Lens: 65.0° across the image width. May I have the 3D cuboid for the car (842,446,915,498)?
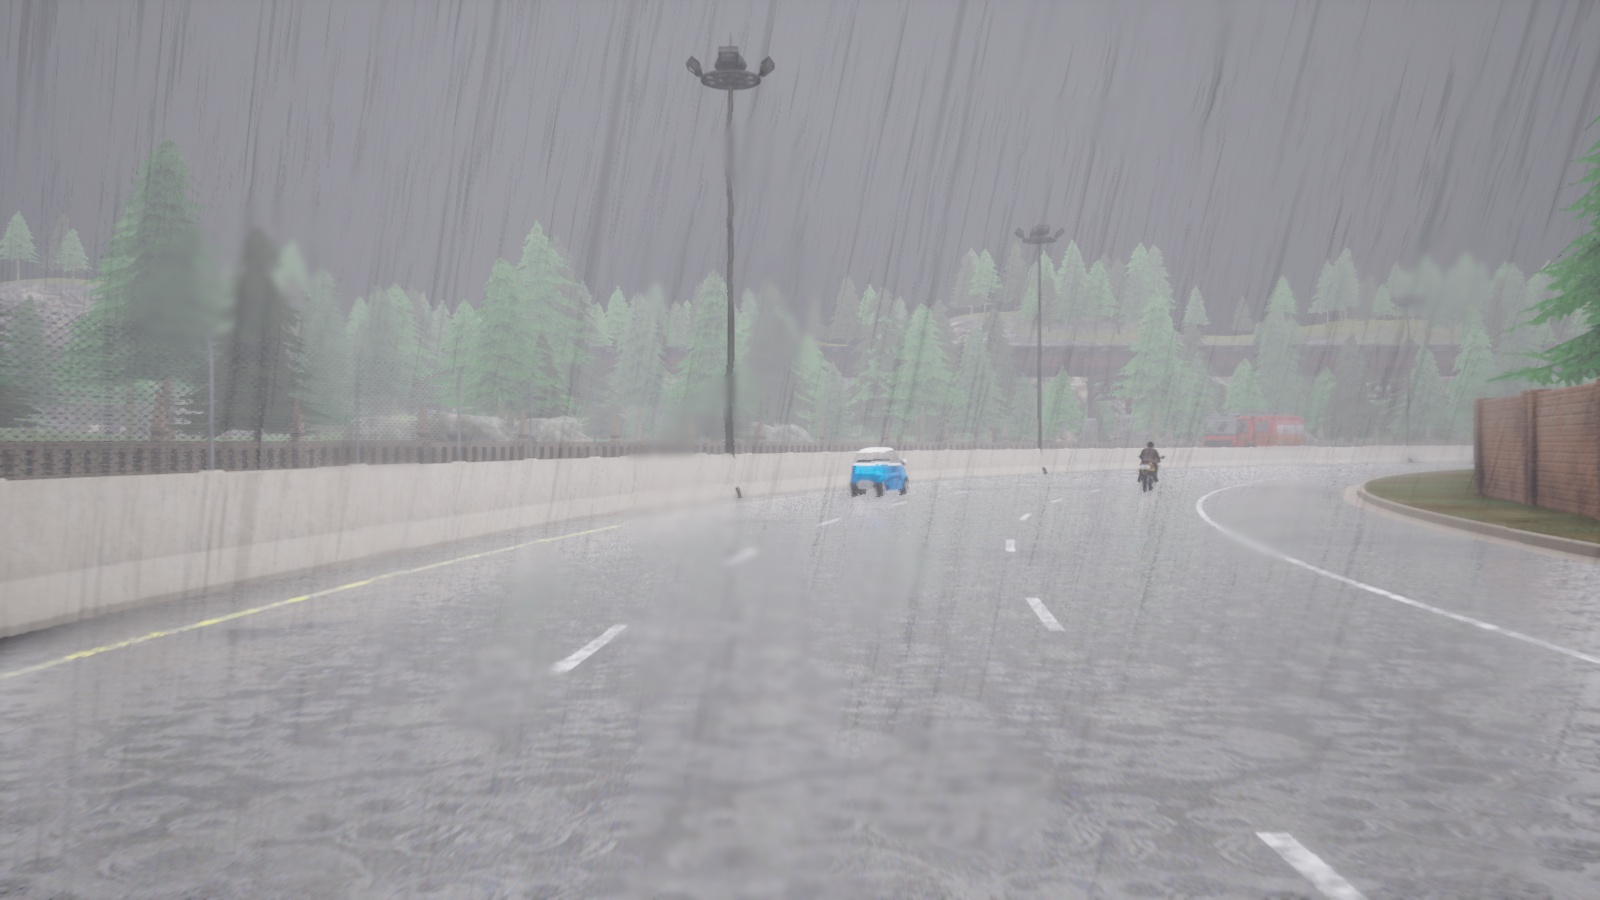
[{"bbox_3d":[2.245,0.602,35.560,1.481,1.376,2.207,0,1,20],"label":"car"}]

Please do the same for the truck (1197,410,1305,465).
[{"bbox_3d":[32.806,-0.906,91.219,8.468,3.827,2.891,0,0,-34],"label":"truck"}]

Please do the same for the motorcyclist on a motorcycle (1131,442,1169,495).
[{"bbox_3d":[10.534,0.524,37.789,0.797,1.523,2.044,2,1,23],"label":"motorcyclist on a motorcycle"}]
